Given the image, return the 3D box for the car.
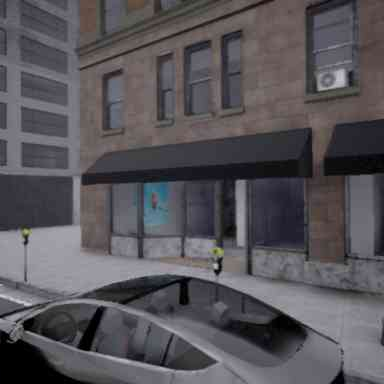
[{"bbox_3d":[-0.670,1.599,3.555,4.313,1.339,1.947,-1,0,35],"label":"car"}]
